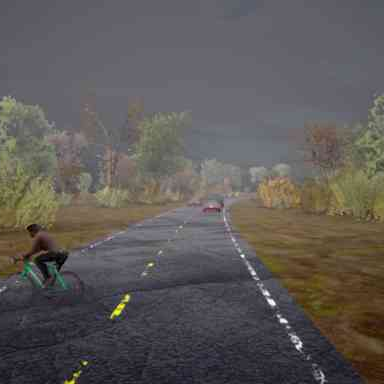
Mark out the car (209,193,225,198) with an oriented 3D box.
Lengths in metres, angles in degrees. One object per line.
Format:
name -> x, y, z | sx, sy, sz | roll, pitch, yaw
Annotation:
car -> 3.690, 1.229, 50.294 | 2.150, 2.045, 5.566 | 0, 0, 7

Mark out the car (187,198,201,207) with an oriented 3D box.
car -> 0.491, 1.571, 50.341 | 1.994, 1.385, 4.181 | 0, 0, 8

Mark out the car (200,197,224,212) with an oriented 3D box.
car -> 2.405, 1.567, 39.201 | 1.994, 1.385, 4.181 | 0, 0, 6

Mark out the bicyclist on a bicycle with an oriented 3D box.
bicyclist on a bicycle -> -2.952, 1.453, 6.550 | 1.656, 1.620, 0.582 | -1, 0, 2
